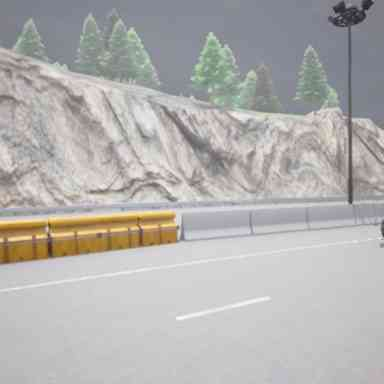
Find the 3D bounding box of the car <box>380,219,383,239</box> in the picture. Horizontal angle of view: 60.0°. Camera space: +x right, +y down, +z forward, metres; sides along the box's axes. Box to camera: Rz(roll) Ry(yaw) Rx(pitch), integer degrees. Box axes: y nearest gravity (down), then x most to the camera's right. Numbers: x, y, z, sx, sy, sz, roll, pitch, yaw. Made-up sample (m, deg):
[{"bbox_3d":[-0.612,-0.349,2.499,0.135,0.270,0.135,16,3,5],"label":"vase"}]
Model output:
[{"bbox_3d":[9.161,1.182,12.286,4.892,1.490,1.837,-2,1,-25],"label":"car"}]
